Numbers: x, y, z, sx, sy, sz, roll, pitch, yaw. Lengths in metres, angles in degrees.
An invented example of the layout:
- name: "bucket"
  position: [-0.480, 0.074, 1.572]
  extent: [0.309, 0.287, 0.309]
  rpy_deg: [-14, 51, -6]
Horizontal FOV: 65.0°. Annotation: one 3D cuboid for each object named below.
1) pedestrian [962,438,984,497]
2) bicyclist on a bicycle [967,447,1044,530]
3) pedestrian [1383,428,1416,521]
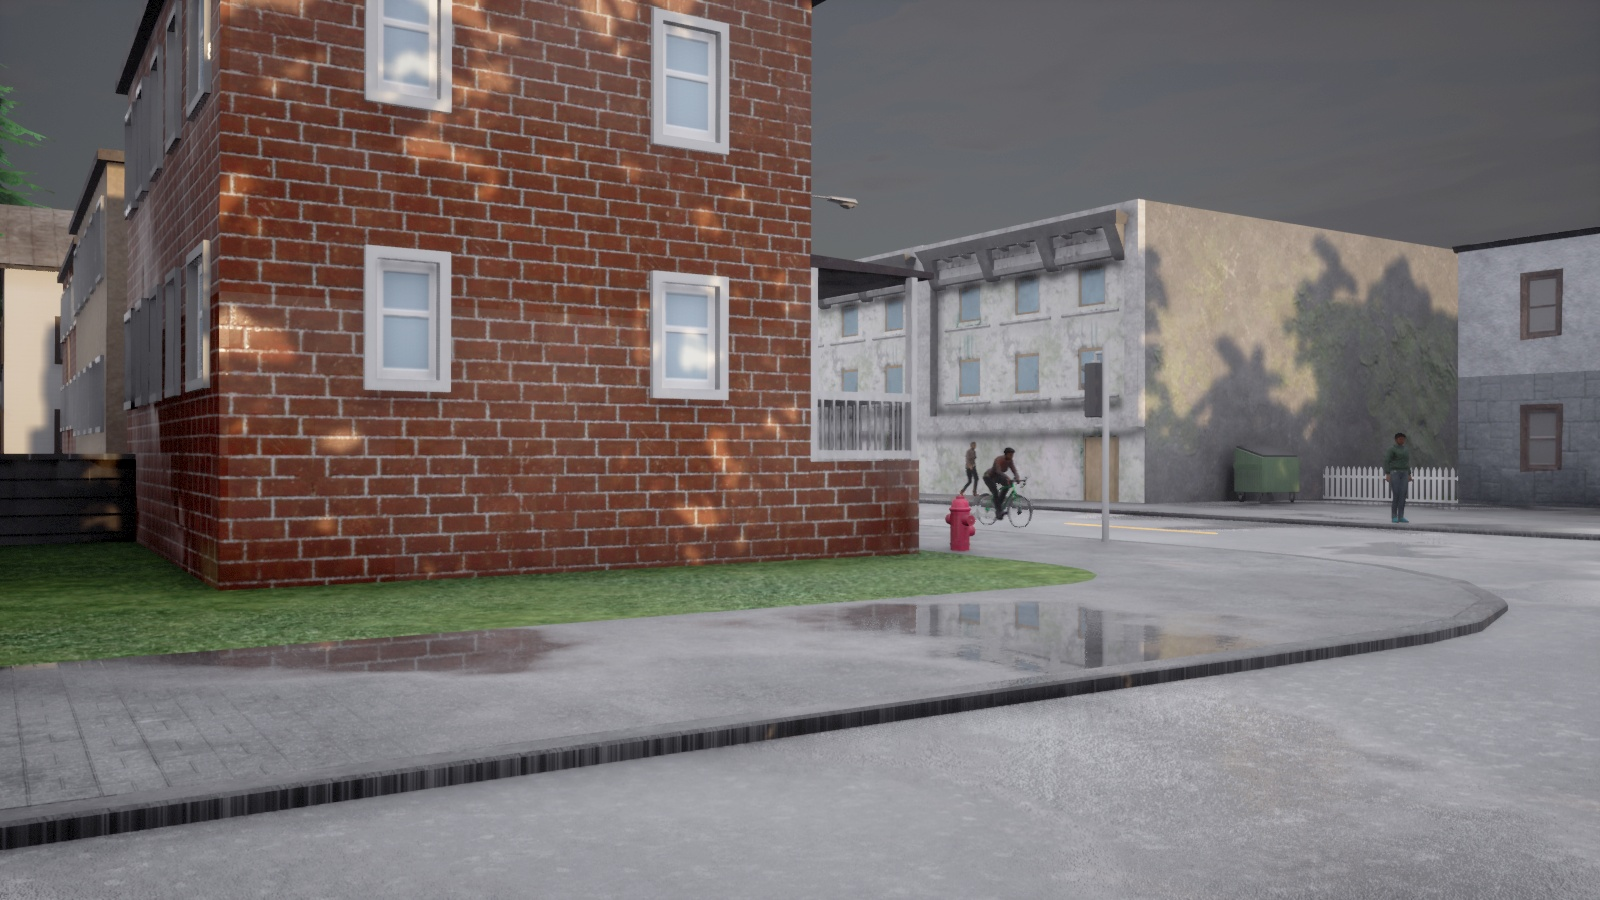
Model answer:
- name: "pedestrian"
  position: [5.481, 0.540, 39.812]
  extent: [0.331, 1.846, 0.634]
  rpy_deg: [0, 0, -33]
- name: "bicyclist on a bicycle"
  position: [4.138, 0.751, 25.410]
  extent: [0.582, 1.620, 1.656]
  rpy_deg: [0, 0, -32]
- name: "pedestrian"
  position: [12.145, 0.491, 25.450]
  extent: [0.353, 1.847, 0.614]
  rpy_deg: [0, 0, -3]
